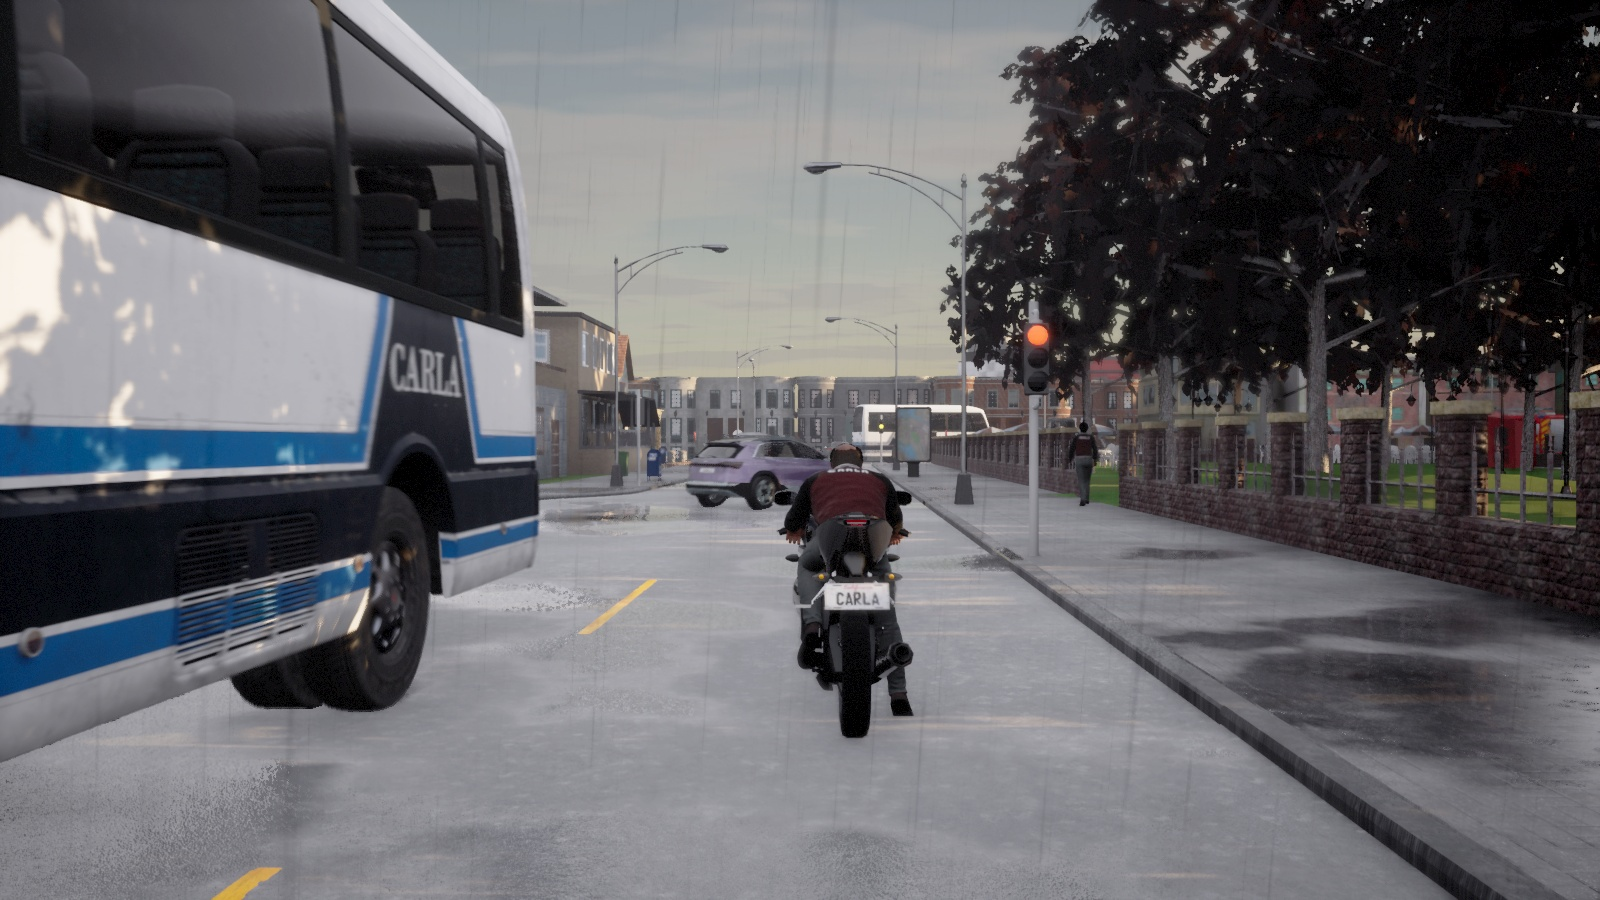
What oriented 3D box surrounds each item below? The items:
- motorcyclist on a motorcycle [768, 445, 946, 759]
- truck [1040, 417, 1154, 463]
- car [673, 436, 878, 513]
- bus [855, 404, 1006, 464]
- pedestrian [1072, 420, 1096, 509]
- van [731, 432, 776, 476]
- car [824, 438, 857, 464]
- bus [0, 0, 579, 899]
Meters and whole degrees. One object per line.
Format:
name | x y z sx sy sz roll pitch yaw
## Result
motorcyclist on a motorcycle | 0.271 0.741 7.237 0.866 1.530 2.191 0 0 0
truck | 22.212 -0.750 94.248 7.936 3.462 2.891 0 0 2
car | -0.485 0.509 29.543 2.033 1.649 4.856 1 1 42
bus | 9.446 -1.140 91.628 10.273 4.253 3.944 0 0 -12
pedestrian | 6.242 0.305 27.622 0.402 1.930 0.666 0 0 2
van | -2.134 0.169 58.141 1.775 1.987 4.442 0 0 2
car | 2.692 0.055 83.681 2.152 1.651 5.027 0 0 2
bus | -3.875 -0.658 4.416 3.944 4.253 10.273 0 0 3
